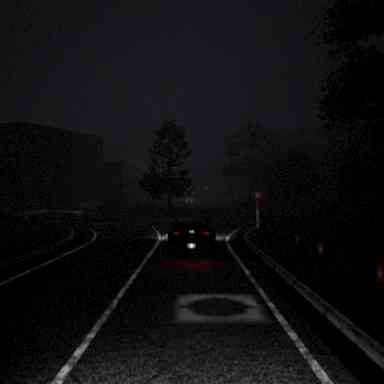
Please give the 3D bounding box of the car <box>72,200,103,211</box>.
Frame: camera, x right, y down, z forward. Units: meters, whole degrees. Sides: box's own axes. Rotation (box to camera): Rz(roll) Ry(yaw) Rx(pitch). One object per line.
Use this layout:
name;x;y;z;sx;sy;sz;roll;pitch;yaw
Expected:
car;-14.057;1.764;45.013;1.812;1.442;4.674;0;0;26

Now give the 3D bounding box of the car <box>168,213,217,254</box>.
car;0.031;1.680;14.315;1.837;1.490;4.892;0;0;1
